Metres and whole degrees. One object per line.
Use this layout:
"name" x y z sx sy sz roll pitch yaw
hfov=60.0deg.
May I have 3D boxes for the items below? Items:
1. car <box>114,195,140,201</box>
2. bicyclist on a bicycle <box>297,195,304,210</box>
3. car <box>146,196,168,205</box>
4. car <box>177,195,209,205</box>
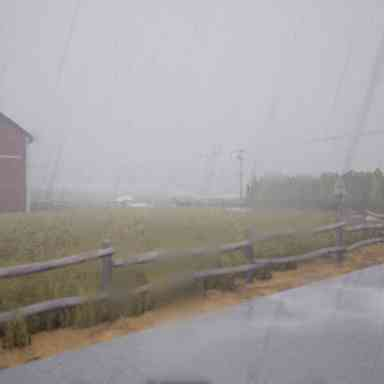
"car" -10.713 1.331 53.792 1.812 1.442 4.674 -1 0 -35
"bicyclist on a bicycle" 11.280 1.177 34.080 1.656 1.620 0.582 -1 1 -35
"car" -5.509 1.318 52.065 1.994 1.385 4.181 -1 0 -35
"car" 0.087 1.138 38.383 2.097 1.767 4.553 -1 0 -35
